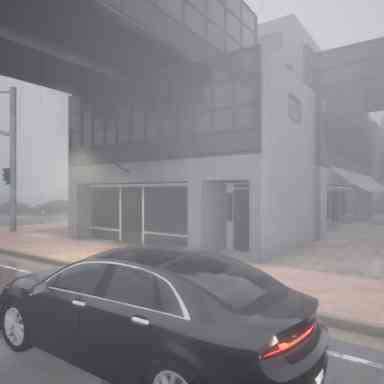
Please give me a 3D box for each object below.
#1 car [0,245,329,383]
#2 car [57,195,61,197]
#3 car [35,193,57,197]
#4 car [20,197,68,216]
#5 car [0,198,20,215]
[{"bbox_3d":[-0.773,1.504,4.544,4.892,1.490,1.837,0,0,36],"label":"car"},{"bbox_3d":[-29.458,1.352,72.184,3.905,1.438,1.784,0,0,35],"label":"car"},{"bbox_3d":[-31.186,1.142,69.859,4.605,1.855,1.932,0,0,35],"label":"car"},{"bbox_3d":[-13.952,1.500,33.186,1.837,1.490,4.892,0,0,36],"label":"car"},{"bbox_3d":[-18.329,1.558,33.134,1.994,1.385,4.181,0,0,36],"label":"car"}]
